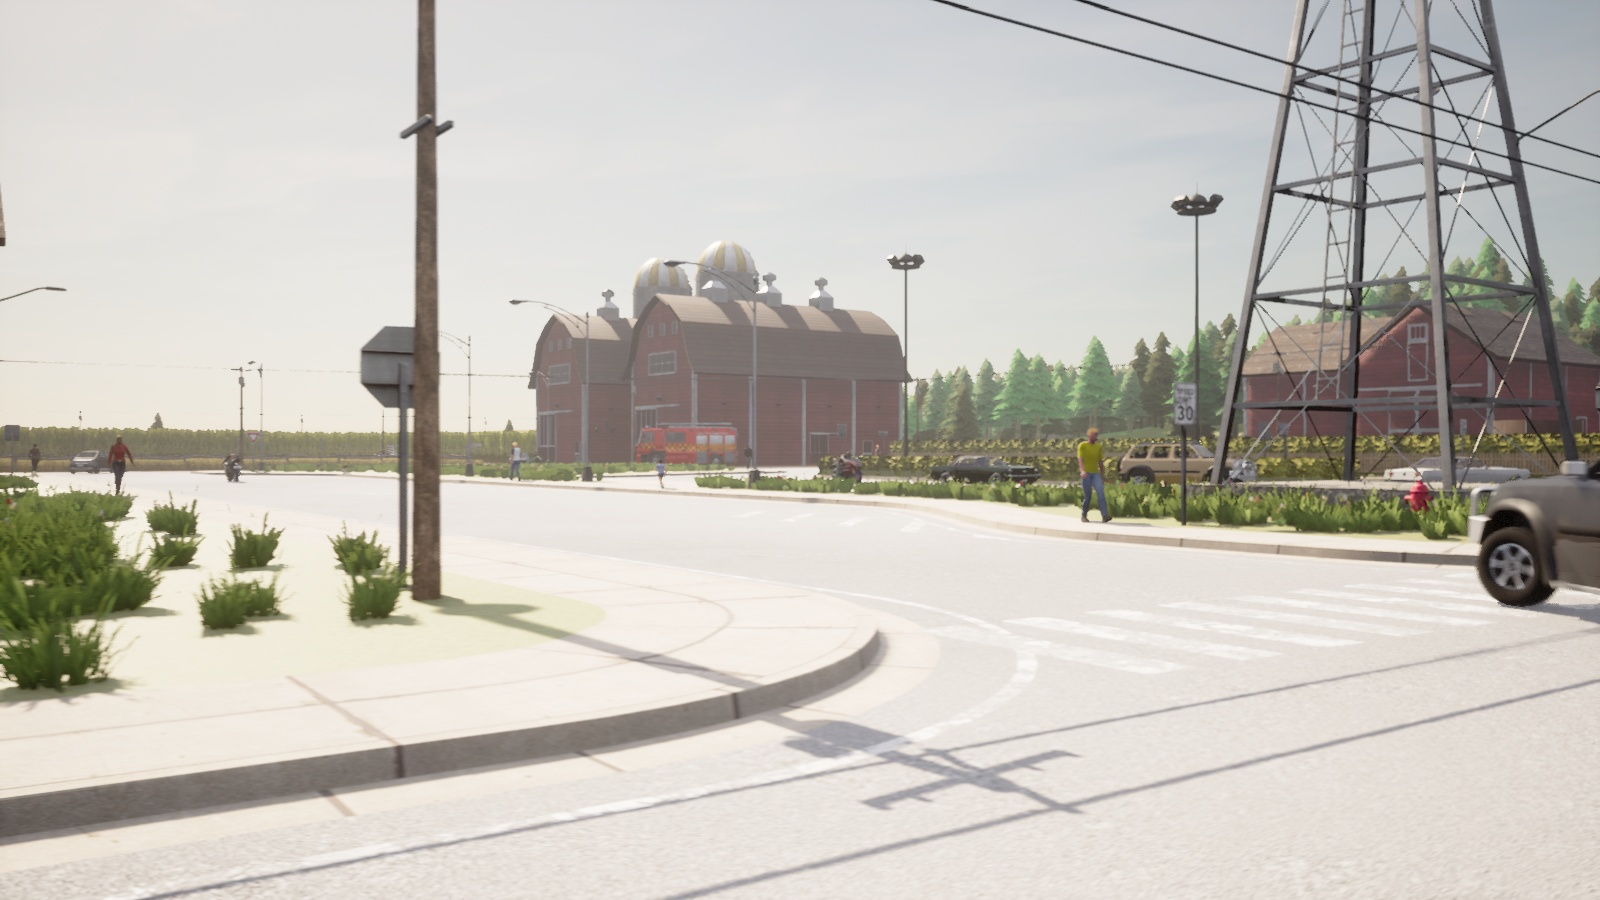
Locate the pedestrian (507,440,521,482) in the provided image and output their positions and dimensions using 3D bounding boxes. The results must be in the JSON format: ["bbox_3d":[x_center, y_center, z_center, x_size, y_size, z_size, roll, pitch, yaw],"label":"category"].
[{"bbox_3d":[-12.723,0.498,55.871,0.354,1.836,0.706,0,0,-38],"label":"pedestrian"}]

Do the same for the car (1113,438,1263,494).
[{"bbox_3d":[13.548,0.529,43.950,4.605,1.855,1.932,0,0,38],"label":"car"}]

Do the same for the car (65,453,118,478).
[{"bbox_3d":[-46.819,0.998,83.063,1.789,1.549,3.705,-1,0,-8],"label":"car"}]

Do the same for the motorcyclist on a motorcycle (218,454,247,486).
[{"bbox_3d":[-27.536,0.950,60.881,0.866,1.530,2.191,0,0,-36],"label":"motorcyclist on a motorcycle"}]

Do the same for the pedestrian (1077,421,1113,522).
[{"bbox_3d":[5.430,0.391,23.144,0.354,1.836,0.706,0,0,-15],"label":"pedestrian"}]

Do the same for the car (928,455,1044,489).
[{"bbox_3d":[7.440,0.846,50.682,1.895,1.301,4.718,0,0,-35],"label":"car"}]

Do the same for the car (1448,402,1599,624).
[{"bbox_3d":[7.641,0.533,10.489,1.932,1.855,4.605,1,0,-2],"label":"car"}]

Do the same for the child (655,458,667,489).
[{"bbox_3d":[-4.934,0.834,44.481,0.255,1.110,0.394,0,0,-38],"label":"child"}]

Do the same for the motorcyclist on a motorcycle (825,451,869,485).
[{"bbox_3d":[2.168,0.810,58.084,0.866,1.530,2.191,0,0,-36],"label":"motorcyclist on a motorcycle"}]

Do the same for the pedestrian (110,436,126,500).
[{"bbox_3d":[-19.963,0.519,36.757,0.331,1.846,0.636,0,0,-35],"label":"pedestrian"}]

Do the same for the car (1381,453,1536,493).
[{"bbox_3d":[22.601,0.770,43.108,4.718,1.301,1.895,0,0,-17],"label":"car"}]

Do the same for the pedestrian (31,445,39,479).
[{"bbox_3d":[-41.328,0.639,67.821,0.328,1.805,0.869,0,0,-32],"label":"pedestrian"}]
